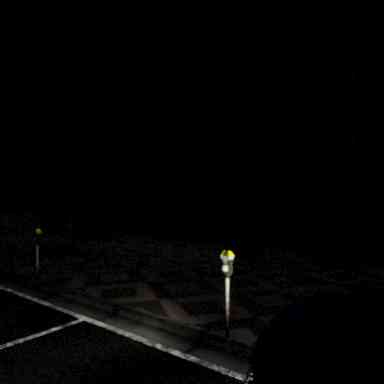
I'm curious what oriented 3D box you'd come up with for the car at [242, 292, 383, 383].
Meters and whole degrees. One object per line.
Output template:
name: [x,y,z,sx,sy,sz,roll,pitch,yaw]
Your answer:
car: [2.809,1.217,1.258,5.566,2.045,2.150,0,0,38]
